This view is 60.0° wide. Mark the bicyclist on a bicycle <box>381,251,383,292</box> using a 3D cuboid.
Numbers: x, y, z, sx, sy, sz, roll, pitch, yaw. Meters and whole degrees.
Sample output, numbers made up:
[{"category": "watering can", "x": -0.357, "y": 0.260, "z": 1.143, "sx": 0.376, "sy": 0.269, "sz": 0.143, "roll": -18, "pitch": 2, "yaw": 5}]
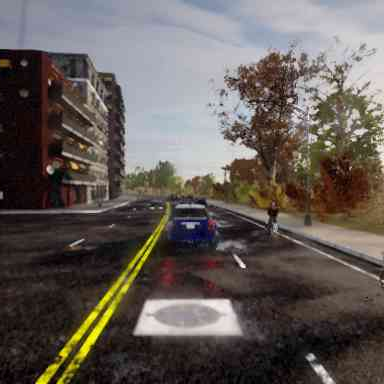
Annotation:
[{"category": "bicyclist on a bicycle", "x": 4.087, "y": 1.441, "z": 6.353, "sx": 0.582, "sy": 1.620, "sz": 1.656, "roll": 0, "pitch": 0, "yaw": -1}]

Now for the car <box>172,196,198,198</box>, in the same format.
[{"category": "car", "x": -0.817, "y": 1.435, "z": 34.163, "sx": 2.128, "sy": 1.511, "sz": 4.902, "roll": 0, "pitch": 0, "yaw": -3}]

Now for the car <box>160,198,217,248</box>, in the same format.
[{"category": "car", "x": -0.103, "y": 1.328, "z": 14.735, "sx": 2.097, "sy": 1.767, "sz": 4.553, "roll": 0, "pitch": 0, "yaw": -1}]

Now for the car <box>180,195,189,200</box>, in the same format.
[{"category": "car", "x": -1.981, "y": 1.382, "z": 84.164, "sx": 1.994, "sy": 1.385, "sz": 4.181, "roll": 0, "pitch": 0, "yaw": -7}]

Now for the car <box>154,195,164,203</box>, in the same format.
[{"category": "car", "x": -6.526, "y": 1.358, "z": 65.952, "sx": 1.882, "sy": 1.535, "sz": 5.008, "roll": 0, "pitch": 0, "yaw": -5}]

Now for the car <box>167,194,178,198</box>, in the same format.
[{"category": "car", "x": -4.057, "y": 1.210, "z": 73.848, "sx": 2.097, "sy": 1.767, "sz": 4.553, "roll": 0, "pitch": 0, "yaw": -6}]

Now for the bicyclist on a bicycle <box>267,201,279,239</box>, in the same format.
[{"category": "bicyclist on a bicycle", "x": 3.911, "y": 1.342, "z": 16.237, "sx": 0.659, "sy": 1.776, "sz": 1.843, "roll": 0, "pitch": 0, "yaw": -1}]

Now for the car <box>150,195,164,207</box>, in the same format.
[{"category": "car", "x": -5.196, "y": 1.464, "z": 49.596, "sx": 2.033, "sy": 1.411, "sz": 5.357, "roll": 0, "pitch": 0, "yaw": -4}]

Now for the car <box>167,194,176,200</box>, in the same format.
[{"category": "car", "x": -5.225, "y": 1.291, "z": 83.924, "sx": 1.994, "sy": 1.385, "sz": 4.181, "roll": 0, "pitch": 0, "yaw": -7}]

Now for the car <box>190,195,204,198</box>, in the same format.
[{"category": "car", "x": 1.213, "y": 1.449, "z": 53.296, "sx": 2.033, "sy": 1.411, "sz": 5.357, "roll": 0, "pitch": 0, "yaw": -4}]
